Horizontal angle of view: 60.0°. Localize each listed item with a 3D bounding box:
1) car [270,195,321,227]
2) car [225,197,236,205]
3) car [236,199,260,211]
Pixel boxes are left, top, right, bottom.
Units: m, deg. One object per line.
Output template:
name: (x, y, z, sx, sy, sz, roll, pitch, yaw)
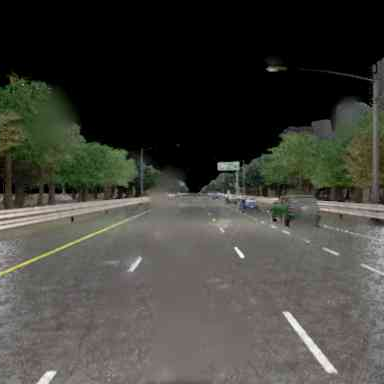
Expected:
car: (7.025, 1.231, 23.103, 2.150, 2.045, 5.566, 0, 0, 0)
car: (7.196, 1.565, 61.344, 1.812, 1.442, 4.674, 0, 0, 0)
car: (7.088, 1.557, 41.565, 1.812, 1.442, 4.674, 0, 0, 0)
